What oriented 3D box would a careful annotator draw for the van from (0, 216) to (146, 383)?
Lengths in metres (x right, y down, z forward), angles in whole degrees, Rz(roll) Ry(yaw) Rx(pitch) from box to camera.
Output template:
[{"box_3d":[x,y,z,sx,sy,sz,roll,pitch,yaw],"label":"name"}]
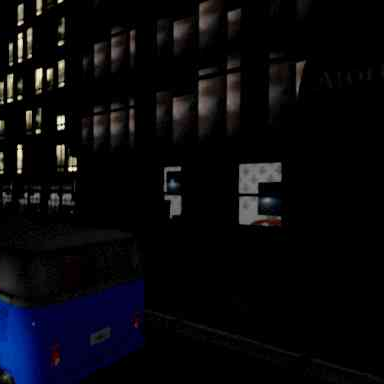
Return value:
[{"box_3d":[-2.486,1.289,4.646,3.998,1.788,1.690,1,0,35],"label":"van"}]
